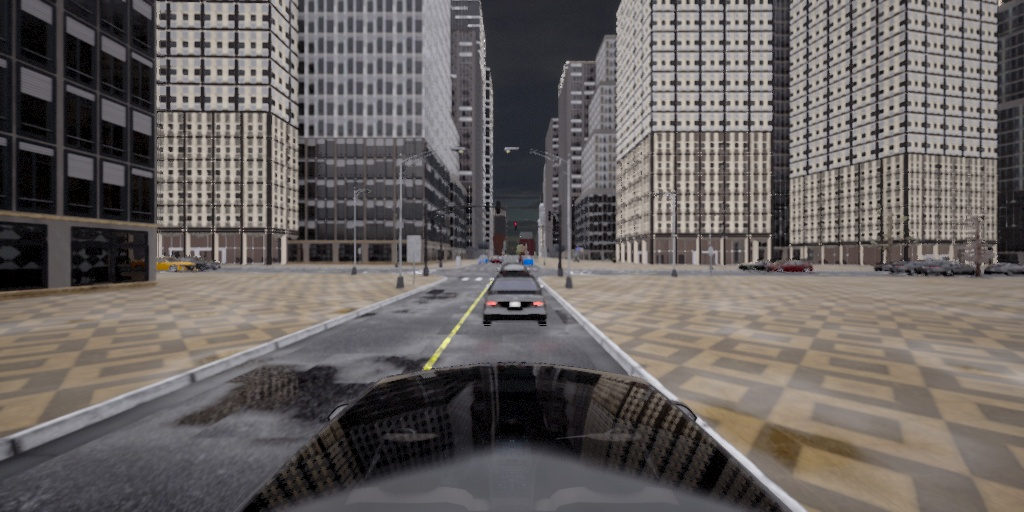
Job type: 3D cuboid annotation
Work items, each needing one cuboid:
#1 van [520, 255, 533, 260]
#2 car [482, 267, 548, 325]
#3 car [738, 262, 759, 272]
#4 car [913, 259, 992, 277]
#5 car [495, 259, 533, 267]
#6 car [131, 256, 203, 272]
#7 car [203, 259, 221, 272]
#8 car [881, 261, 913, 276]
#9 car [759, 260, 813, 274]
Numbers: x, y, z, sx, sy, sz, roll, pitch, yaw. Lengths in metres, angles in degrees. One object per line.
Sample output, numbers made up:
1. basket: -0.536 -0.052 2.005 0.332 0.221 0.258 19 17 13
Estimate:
1. van: 2.671 0.804 60.577 1.690 1.789 3.998 0 0 0
2. car: 0.094 1.251 11.515 2.033 1.411 5.357 0 0 1
3. car: 31.220 1.385 45.116 4.718 1.301 1.895 0 0 -1
4. car: 43.696 1.354 35.629 4.902 1.511 2.128 0 0 -2
5. car: 0.106 1.129 22.307 1.882 1.535 5.008 0 0 0
6. car: -32.761 0.803 33.821 5.008 1.535 1.882 1 0 -1
7. car: -32.862 0.850 37.073 4.674 1.442 1.812 1 0 -1
8. car: 43.839 1.354 38.894 4.902 1.511 2.128 0 0 -2
9. car: 32.263 1.269 41.892 5.008 1.535 1.882 0 0 -1
